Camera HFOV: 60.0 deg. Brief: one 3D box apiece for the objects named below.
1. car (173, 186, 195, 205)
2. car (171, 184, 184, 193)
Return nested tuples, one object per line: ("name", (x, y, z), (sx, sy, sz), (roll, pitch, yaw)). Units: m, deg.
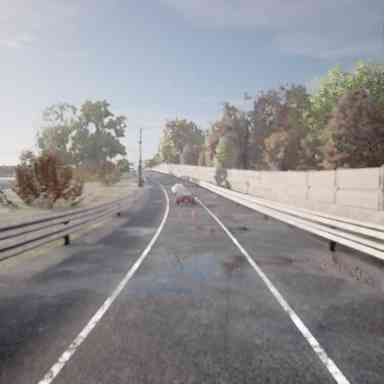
("car", (-0.716, 0.501, 34.150), (1.812, 1.442, 4.674), (0, 4, -5))
("car", (-1.891, -0.457, 46.963), (1.812, 1.442, 4.674), (0, 5, -6))
